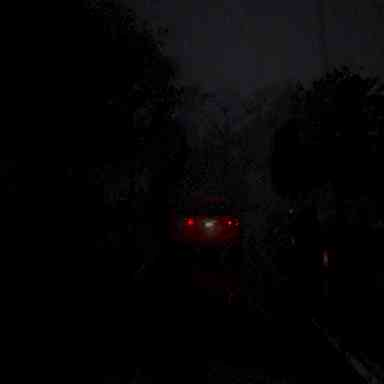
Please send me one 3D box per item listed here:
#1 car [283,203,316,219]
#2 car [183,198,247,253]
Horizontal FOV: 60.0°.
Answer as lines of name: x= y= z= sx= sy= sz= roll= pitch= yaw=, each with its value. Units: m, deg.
car: x=10.008 y=1.714 z=30.826 sx=1.994 sy=1.385 sz=4.181 roll=0 pitch=0 yaw=37
car: x=1.105 y=1.260 z=14.231 sx=2.150 sy=2.045 sz=5.566 roll=0 pitch=0 yaw=11
